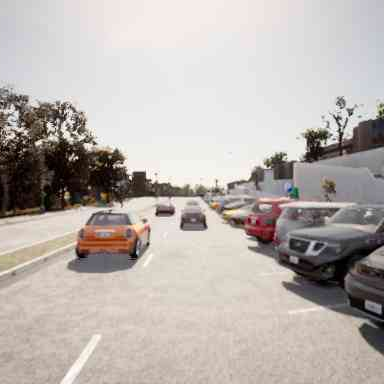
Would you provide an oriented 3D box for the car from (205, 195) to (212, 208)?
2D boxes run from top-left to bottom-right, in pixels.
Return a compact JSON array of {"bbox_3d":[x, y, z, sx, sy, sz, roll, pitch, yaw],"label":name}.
[{"bbox_3d":[4.888,1.631,44.691,5.366,1.575,1.946,1,1,-20],"label":"car"}]

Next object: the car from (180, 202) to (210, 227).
[{"bbox_3d":[0.097,1.709,24.458,1.812,1.442,4.674,0,0,0],"label":"car"}]

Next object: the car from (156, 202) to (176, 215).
[{"bbox_3d":[-2.907,1.747,37.217,1.994,1.385,4.181,0,0,0],"label":"car"}]

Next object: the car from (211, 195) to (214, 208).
[{"bbox_3d":[5.035,1.541,38.781,4.553,1.767,2.185,1,0,-20],"label":"car"}]

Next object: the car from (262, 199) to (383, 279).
[{"bbox_3d":[5.047,1.316,8.930,5.566,2.045,2.435,1,0,-20],"label":"car"}]

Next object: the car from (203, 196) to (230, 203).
[{"bbox_3d":[5.063,1.546,68.612,5.008,1.535,2.097,1,0,-20],"label":"car"}]

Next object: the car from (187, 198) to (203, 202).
[{"bbox_3d":[0.093,1.688,41.457,1.812,1.442,4.674,0,0,0],"label":"car"}]

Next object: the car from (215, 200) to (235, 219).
[{"bbox_3d":[4.893,1.674,26.780,5.366,1.575,1.946,1,0,-20],"label":"car"}]

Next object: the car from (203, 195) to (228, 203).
[{"bbox_3d":[5.229,1.545,74.645,5.366,1.575,1.946,1,0,-20],"label":"car"}]

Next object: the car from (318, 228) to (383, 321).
[{"bbox_3d":[5.064,1.543,5.960,4.892,1.521,2.231,1,-1,-20],"label":"car"}]

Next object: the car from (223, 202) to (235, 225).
[{"bbox_3d":[5.038,1.701,23.853,4.792,1.488,2.163,1,0,-20],"label":"car"}]

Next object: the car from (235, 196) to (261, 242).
[{"bbox_3d":[5.097,1.368,14.927,5.566,2.045,2.435,1,-1,-20],"label":"car"}]

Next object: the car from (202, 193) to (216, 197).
[{"bbox_3d":[5.068,1.556,62.647,4.892,1.521,2.231,1,0,-20],"label":"car"}]

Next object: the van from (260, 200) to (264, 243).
[{"bbox_3d":[4.963,1.366,11.883,4.442,1.987,1.878,1,0,-20],"label":"van"}]

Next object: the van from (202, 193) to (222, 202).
[{"bbox_3d":[4.948,1.323,80.502,4.442,1.987,1.878,1,0,-20],"label":"van"}]

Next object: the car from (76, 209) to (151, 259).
[{"bbox_3d":[-2.902,1.469,13.230,2.097,1.767,4.553,0,0,0],"label":"car"}]

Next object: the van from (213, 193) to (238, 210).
[{"bbox_3d":[4.958,1.452,35.754,4.442,1.987,1.878,1,1,-20],"label":"van"}]

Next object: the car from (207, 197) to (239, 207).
[{"bbox_3d":[5.055,1.625,53.706,4.674,1.452,2.002,1,0,-20],"label":"car"}]

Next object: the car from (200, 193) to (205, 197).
[{"bbox_3d":[5.087,1.298,65.648,5.566,2.045,2.435,1,0,-20],"label":"car"}]

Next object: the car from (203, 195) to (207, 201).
[{"bbox_3d":[4.887,1.595,50.657,5.366,1.575,1.946,1,1,-20],"label":"car"}]

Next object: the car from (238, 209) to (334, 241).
[{"bbox_3d":[5.063,1.679,17.896,4.674,1.452,2.002,1,-1,-20],"label":"car"}]

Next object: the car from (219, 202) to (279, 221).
[{"bbox_3d":[5.091,1.716,29.849,4.792,1.488,2.163,1,0,-20],"label":"car"}]

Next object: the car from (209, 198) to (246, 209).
[{"bbox_3d":[5.087,1.648,47.753,4.792,1.488,2.163,1,0,-20],"label":"car"}]
